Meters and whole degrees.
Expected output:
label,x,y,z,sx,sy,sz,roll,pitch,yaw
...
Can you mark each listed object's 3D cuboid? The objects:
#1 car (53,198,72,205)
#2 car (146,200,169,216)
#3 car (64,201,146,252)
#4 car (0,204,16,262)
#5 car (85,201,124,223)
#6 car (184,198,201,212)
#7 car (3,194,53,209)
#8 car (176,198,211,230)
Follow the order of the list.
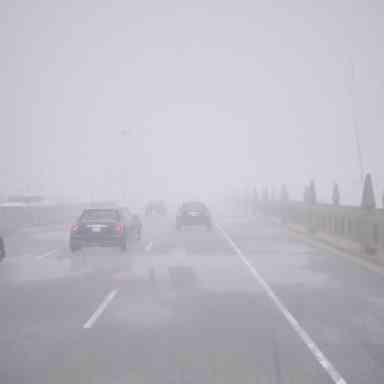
label,x,y,z,sx,sy,sz,roll,pitch,yaw
car,-17.512,1.527,45.292,1.812,1.442,4.674,0,0,0
car,-3.393,1.506,32.124,1.837,1.490,4.892,0,0,0
car,-3.396,1.353,13.968,2.097,1.767,4.553,0,0,0
car,-6.897,1.352,8.600,2.097,1.767,4.553,0,0,0
car,-6.893,1.506,26.684,1.837,1.490,4.892,0,0,0
car,0.099,1.479,39.338,1.882,1.535,5.008,0,0,0
car,-14.075,1.222,27.801,2.150,2.045,5.566,0,0,0
car,0.106,1.353,21.432,2.097,1.767,4.553,0,0,0
